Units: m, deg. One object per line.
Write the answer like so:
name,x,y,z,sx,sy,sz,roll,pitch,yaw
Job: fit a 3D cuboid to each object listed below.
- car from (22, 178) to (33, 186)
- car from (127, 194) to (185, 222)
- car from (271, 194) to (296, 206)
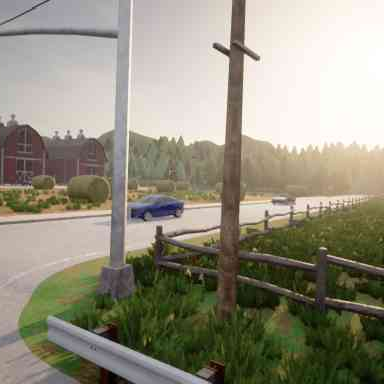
car,-39.004,-2.370,79.384,1.905,1.878,3.866,8,2,-13
car,-2.427,0.936,21.257,1.882,1.535,5.008,3,2,33
car,11.960,0.963,43.049,2.033,1.411,5.357,3,2,34
